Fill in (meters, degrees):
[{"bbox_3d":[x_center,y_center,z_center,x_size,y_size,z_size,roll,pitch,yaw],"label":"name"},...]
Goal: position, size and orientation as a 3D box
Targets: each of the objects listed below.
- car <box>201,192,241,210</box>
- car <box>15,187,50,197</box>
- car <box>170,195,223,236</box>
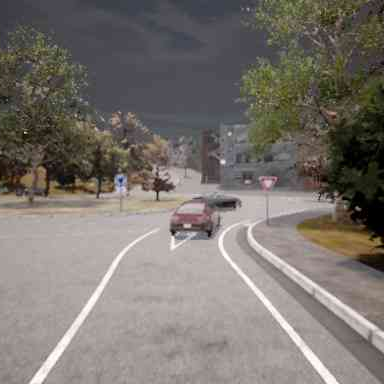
[{"bbox_3d":[2.062,0.742,26.523,2.128,1.511,4.902,2,3,41],"label":"car"},{"bbox_3d":[-24.304,0.039,50.777,4.892,1.490,1.837,-1,2,-41],"label":"car"},{"bbox_3d":[0.237,1.134,15.782,1.812,1.442,4.674,0,2,11],"label":"car"}]
